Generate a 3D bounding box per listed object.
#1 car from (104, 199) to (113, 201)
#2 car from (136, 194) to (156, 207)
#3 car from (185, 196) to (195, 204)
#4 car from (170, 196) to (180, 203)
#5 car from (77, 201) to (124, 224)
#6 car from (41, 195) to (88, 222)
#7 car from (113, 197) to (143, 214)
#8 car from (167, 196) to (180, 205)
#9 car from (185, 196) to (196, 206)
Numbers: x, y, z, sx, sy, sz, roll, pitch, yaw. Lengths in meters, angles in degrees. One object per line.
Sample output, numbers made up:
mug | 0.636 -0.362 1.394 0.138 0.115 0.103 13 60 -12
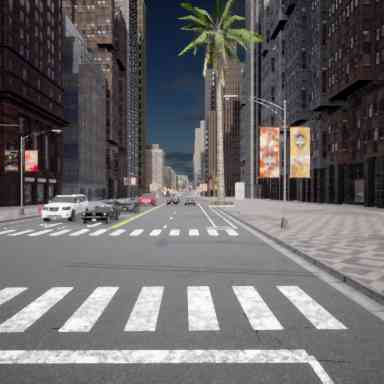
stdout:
car | -10.079 1.579 40.521 1.994 1.385 4.181 0 0 0
car | -6.870 1.254 52.293 2.150 2.045 5.566 0 0 0
car | -0.382 1.539 66.525 1.882 1.535 5.008 0 0 0
car | -3.549 1.595 69.842 1.812 1.442 4.674 0 0 0
car | -6.742 1.606 25.049 1.895 1.301 4.718 0 0 0
car | -10.004 1.228 26.780 2.150 2.045 5.566 0 0 0
car | -6.796 1.575 35.625 1.994 1.385 4.181 0 0 0
car | -3.496 1.647 59.733 1.895 1.301 4.718 0 0 -1
car | -0.322 1.586 56.102 2.033 1.411 5.357 0 0 0
